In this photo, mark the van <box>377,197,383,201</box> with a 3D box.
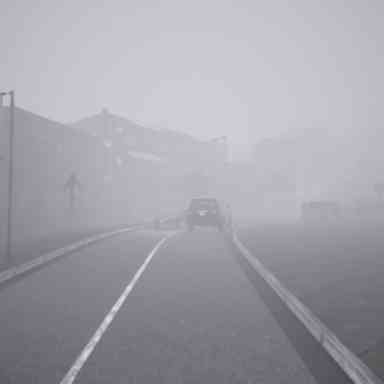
[{"bbox_3d":[23.667,1.762,44.132,1.878,1.987,4.442,-3,-2,-12],"label":"van"}]

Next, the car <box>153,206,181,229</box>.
[{"bbox_3d":[-1.074,1.758,24.431,1.812,1.442,4.674,-1,-2,23],"label":"car"}]

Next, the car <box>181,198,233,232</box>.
[{"bbox_3d":[1.225,1.427,21.616,2.150,2.045,5.566,-2,-2,14],"label":"car"}]
